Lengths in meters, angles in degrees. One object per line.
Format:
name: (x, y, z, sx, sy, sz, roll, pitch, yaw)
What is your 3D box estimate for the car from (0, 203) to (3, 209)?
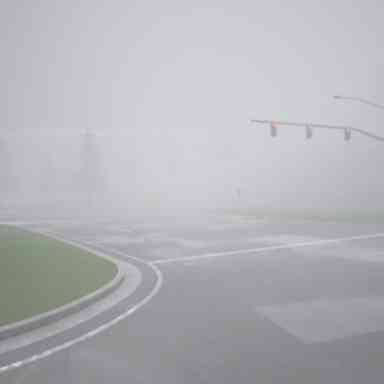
car: (-31.735, 2.147, 51.181, 4.892, 1.490, 1.837, -1, -2, 7)
